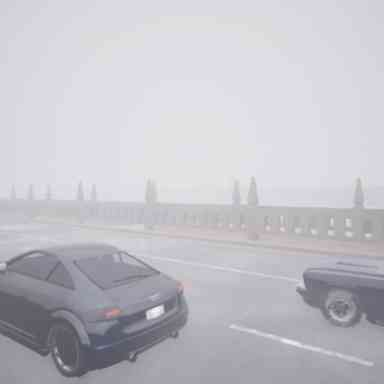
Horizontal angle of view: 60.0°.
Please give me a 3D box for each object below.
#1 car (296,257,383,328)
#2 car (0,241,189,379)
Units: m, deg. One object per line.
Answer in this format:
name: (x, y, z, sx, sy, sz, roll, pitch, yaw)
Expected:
car: (4.210, 1.608, 5.306, 4.718, 1.301, 1.895, 0, 0, 36)
car: (-2.105, 1.545, 5.562, 4.181, 1.385, 1.994, 0, 0, 36)
